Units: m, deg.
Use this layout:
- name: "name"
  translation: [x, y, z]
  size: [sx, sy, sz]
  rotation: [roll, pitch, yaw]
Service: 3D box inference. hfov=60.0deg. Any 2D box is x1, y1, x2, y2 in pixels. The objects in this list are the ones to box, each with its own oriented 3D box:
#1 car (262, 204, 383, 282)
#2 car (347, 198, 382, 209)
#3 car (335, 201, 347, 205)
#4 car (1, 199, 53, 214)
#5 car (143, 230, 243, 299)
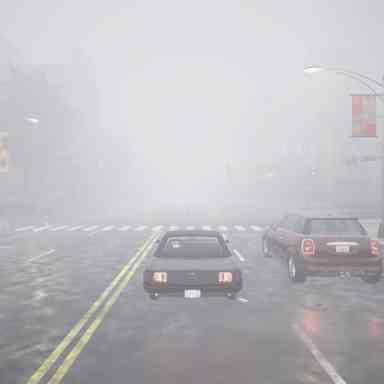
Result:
- name: "car"
  translation: [3.507, 1.352, 9.873]
  size: [2.097, 1.767, 4.553]
  rotation: [0, 0, 0]
- name: "car"
  translation: [22.619, 1.564, 42.458]
  size: [4.181, 1.385, 1.994]
  rotation: [0, 0, 0]
- name: "car"
  translation: [22.699, 1.547, 45.958]
  size: [5.357, 1.411, 2.033]
  rotation: [0, 0, 0]
- name: "car"
  translation: [-16.977, 1.505, 34.322]
  size: [4.892, 1.490, 1.837]
  rotation: [0, 0, -4]
- name: "car"
  translation: [0.015, 1.601, 8.393]
  size: [1.895, 1.301, 4.718]
  rotation: [0, 0, 0]
